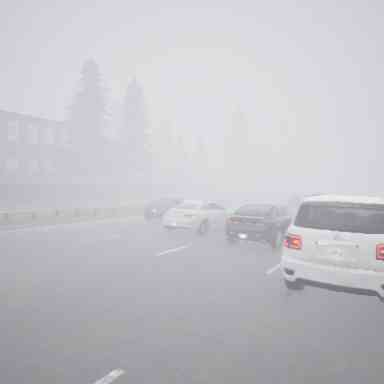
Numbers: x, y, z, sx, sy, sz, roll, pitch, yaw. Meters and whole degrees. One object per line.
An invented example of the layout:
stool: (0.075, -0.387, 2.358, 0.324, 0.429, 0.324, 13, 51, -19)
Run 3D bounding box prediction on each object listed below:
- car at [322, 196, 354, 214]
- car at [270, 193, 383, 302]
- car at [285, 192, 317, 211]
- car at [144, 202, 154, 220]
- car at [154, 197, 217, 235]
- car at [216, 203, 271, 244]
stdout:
car: (13.026, 1.086, 29.499, 1.895, 1.301, 4.718, 2, 2, 32)
car: (3.854, 1.081, 7.934, 2.150, 2.045, 5.566, 2, 2, 32)
car: (10.651, 0.856, 32.302, 1.837, 1.490, 4.892, 2, 2, 32)
car: (-1.006, 0.971, 20.068, 1.994, 1.385, 4.181, 2, 2, 32)
car: (0.468, 1.086, 15.817, 1.812, 1.442, 4.674, 2, 2, 31)
car: (2.992, 1.198, 13.216, 1.837, 1.490, 4.892, 2, 2, 32)
